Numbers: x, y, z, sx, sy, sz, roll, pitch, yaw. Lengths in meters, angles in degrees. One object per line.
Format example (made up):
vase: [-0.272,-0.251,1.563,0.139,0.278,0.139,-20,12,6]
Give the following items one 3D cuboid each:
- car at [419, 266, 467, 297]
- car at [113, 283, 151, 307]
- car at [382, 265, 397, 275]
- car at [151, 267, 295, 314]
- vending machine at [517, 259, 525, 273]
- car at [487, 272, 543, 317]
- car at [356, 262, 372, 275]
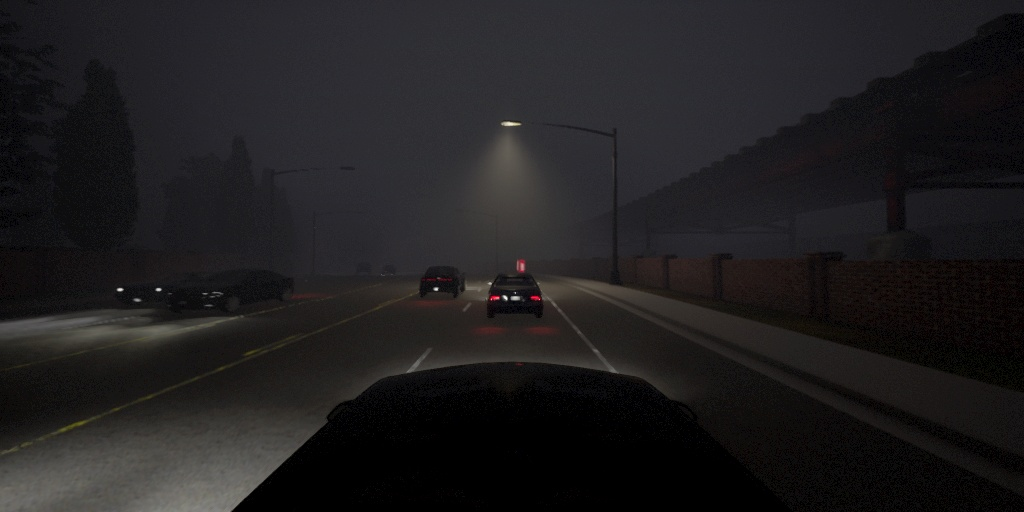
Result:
car: [-3.564,1.264,18.892,1.837,1.490,4.892,0,0,-2]
car: [-14.175,1.357,15.741,1.895,1.301,4.718,0,0,-1]
car: [-18.865,2.111,55.123,1.837,1.490,4.892,1,-2,-23]
car: [-10.678,1.233,14.084,1.882,1.535,5.008,0,0,-1]
vending machine: [1.228,1.405,47.962,1.100,2.100,0.880,0,0,-16]
car: [0.083,1.303,13.141,2.033,1.411,5.357,0,0,0]
car: [-23.542,1.954,57.012,2.150,2.045,5.566,1,-3,-25]
